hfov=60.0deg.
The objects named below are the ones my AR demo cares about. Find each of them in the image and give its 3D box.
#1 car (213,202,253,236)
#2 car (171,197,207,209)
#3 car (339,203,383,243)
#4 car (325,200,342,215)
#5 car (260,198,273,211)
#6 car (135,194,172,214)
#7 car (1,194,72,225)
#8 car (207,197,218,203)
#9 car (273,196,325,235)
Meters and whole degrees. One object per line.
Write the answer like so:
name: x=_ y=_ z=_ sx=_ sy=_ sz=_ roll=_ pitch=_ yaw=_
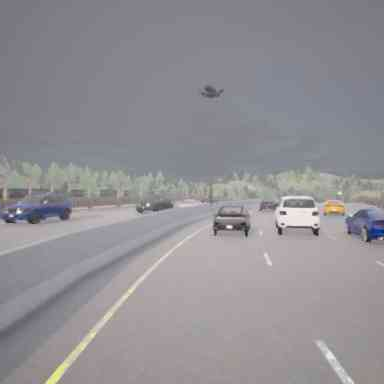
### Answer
car: x=2.332 y=1.504 z=18.695 sx=2.128 sy=1.511 sz=4.902 roll=0 pitch=0 yaw=12
car: x=-0.209 y=1.529 z=35.436 sx=1.812 sy=1.442 sz=4.674 roll=0 pitch=0 yaw=20
car: x=8.927 y=1.518 z=16.160 sx=1.882 sy=1.535 sz=5.008 roll=0 pitch=0 yaw=11
car: x=14.646 y=1.545 z=34.456 sx=1.882 sy=1.535 sz=5.008 roll=0 pitch=0 yaw=21
car: x=9.420 y=1.550 z=40.272 sx=1.837 sy=1.490 sz=4.892 roll=0 pitch=0 yaw=21
car: x=-3.905 y=1.208 z=35.556 sx=2.150 sy=2.045 sz=5.566 roll=0 pitch=0 yaw=20
car: x=-10.998 y=1.175 z=24.116 sx=2.150 sy=2.045 sz=5.566 roll=0 pitch=0 yaw=14
car: x=3.411 y=1.576 z=63.262 sx=2.033 sy=1.411 sz=5.357 roll=0 pitch=0 yaw=22
car: x=6.012 y=1.250 z=19.363 sx=2.150 sy=2.045 sz=5.566 roll=0 pitch=0 yaw=13
